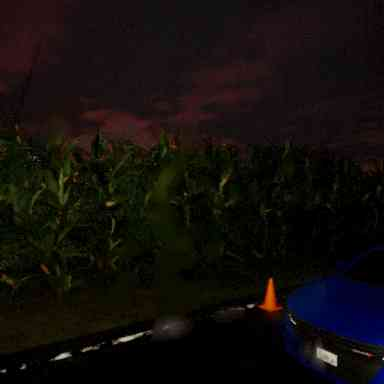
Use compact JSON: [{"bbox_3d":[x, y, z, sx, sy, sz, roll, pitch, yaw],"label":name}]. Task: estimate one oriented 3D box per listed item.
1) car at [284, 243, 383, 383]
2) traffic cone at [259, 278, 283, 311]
[{"bbox_3d":[3.506,1.520,5.004,5.008,1.535,1.882,1,0,-35],"label":"car"},{"bbox_3d":[1.564,1.991,6.576,0.340,0.580,0.340,1,0,-35],"label":"traffic cone"}]
